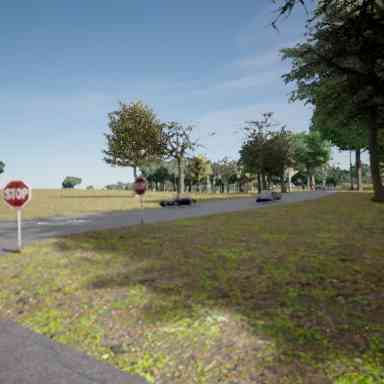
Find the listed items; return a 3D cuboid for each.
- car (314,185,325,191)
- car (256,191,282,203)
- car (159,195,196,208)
[{"bbox_3d":[34.230,-1.146,89.121,2.033,1.411,5.357,-3,0,35],"label":"car"},{"bbox_3d":[9.419,0.535,40.420,1.994,1.385,4.181,-3,0,34],"label":"car"},{"bbox_3d":[-1.526,1.063,36.792,1.895,1.301,4.718,-3,0,34],"label":"car"}]
